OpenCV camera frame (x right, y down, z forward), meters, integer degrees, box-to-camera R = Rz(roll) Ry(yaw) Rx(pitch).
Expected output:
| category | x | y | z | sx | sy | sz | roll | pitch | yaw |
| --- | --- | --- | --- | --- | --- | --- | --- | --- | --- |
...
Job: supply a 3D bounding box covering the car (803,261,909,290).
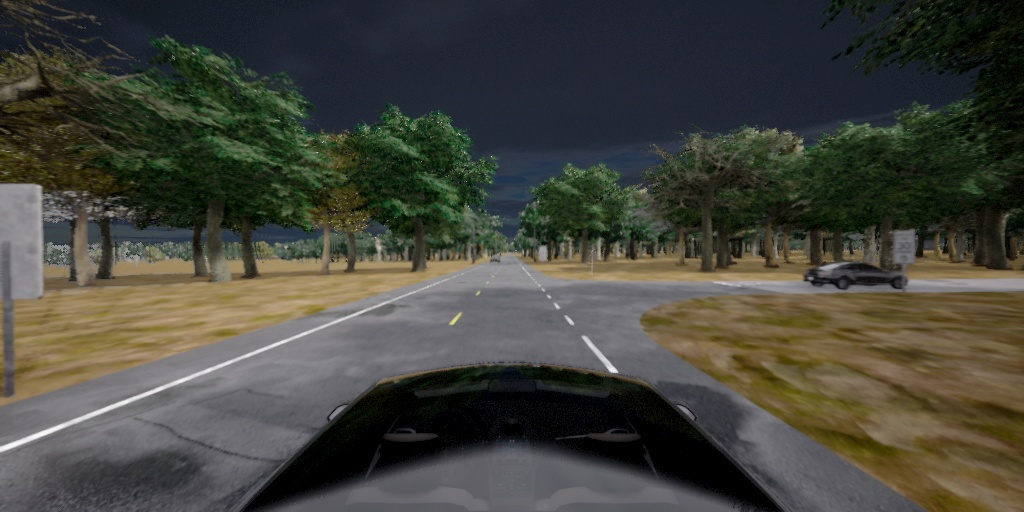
| category | x | y | z | sx | sy | sz | roll | pitch | yaw |
| --- | --- | --- | --- | --- | --- | --- | --- | --- | --- |
| car | 18.431 | 1.013 | 19.375 | 4.674 | 1.442 | 1.812 | -1 | 1 | 1 |
